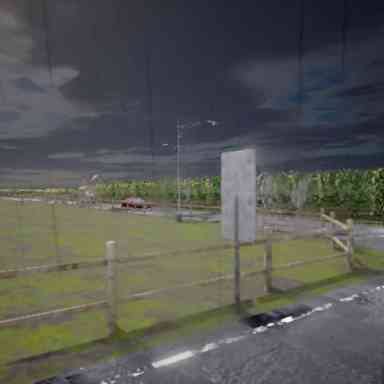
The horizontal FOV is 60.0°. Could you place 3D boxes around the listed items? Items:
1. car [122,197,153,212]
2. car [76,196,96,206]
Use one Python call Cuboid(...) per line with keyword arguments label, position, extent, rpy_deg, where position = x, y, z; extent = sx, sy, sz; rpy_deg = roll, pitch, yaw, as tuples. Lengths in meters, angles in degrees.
Cuboid(label="car", position=(-6.241, 1.368, 37.730), extent=(1.882, 1.535, 5.008), rpy_deg=(-1, 1, -36))
Cuboid(label="car", position=(-16.440, 1.392, 51.677), extent=(1.994, 1.385, 4.181), rpy_deg=(-1, 1, -37))
